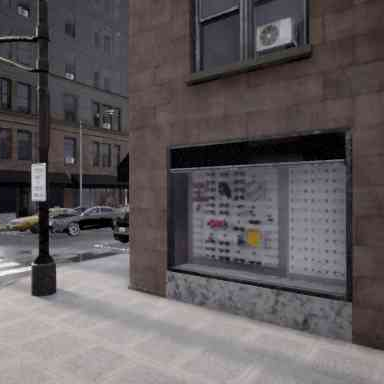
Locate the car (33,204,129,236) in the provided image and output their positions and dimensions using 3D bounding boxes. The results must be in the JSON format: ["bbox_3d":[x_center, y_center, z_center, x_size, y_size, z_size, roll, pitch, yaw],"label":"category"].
[{"bbox_3d":[-5.868,1.511,18.694,2.128,1.511,4.902,0,0,36],"label":"car"}]

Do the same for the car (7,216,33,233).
[{"bbox_3d":[-8.250,1.555,19.711,1.752,1.417,4.829,0,0,35],"label":"car"}]

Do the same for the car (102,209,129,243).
[{"bbox_3d":[-1.622,1.561,15.182,1.947,1.339,4.313,0,0,35],"label":"car"}]

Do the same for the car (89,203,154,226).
[{"bbox_3d":[-5.009,1.585,24.256,2.008,1.369,4.403,0,0,35],"label":"car"}]
